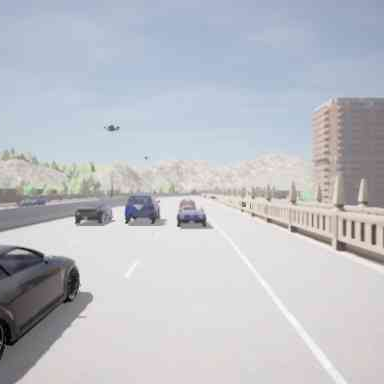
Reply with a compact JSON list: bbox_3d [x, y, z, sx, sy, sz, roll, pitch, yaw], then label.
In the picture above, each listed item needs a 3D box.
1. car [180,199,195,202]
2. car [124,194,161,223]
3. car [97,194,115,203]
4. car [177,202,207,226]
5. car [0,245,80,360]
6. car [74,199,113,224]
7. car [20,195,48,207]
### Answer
[{"bbox_3d":[-0.537,1.494,40.078,1.994,1.385,4.181,0,0,-2],"label":"car"},{"bbox_3d":[-3.622,1.178,24.856,2.150,2.045,5.566,0,0,-1],"label":"car"},{"bbox_3d":[-15.179,1.156,59.148,2.033,1.411,5.357,0,0,-2],"label":"car"},{"bbox_3d":[-0.071,1.561,22.681,1.895,1.301,4.718,0,0,-1],"label":"car"},{"bbox_3d":[-3.398,1.554,5.510,1.994,1.385,4.181,0,0,0],"label":"car"},{"bbox_3d":[-7.119,1.463,24.445,1.837,1.490,4.892,0,0,-1],"label":"car"},{"bbox_3d":[-21.834,1.272,46.058,2.097,1.767,4.553,0,0,-1],"label":"car"}]
